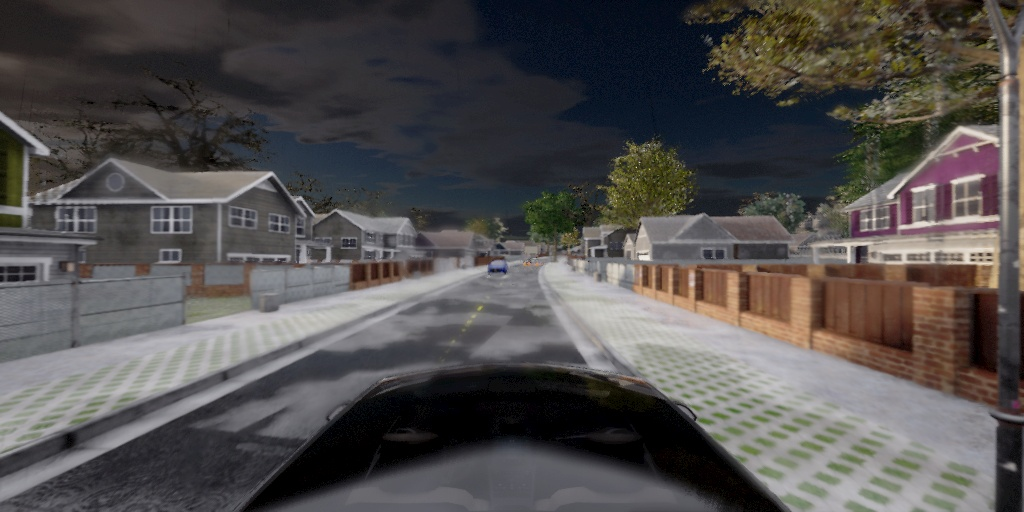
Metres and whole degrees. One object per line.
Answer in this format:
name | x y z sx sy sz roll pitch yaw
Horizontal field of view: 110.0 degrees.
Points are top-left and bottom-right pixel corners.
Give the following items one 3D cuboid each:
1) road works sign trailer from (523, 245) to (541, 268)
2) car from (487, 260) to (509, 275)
road works sign trailer | 3.000 0.064 55.927 2.380 3.560 2.880 0 0 7
car | -1.438 1.172 38.128 1.882 1.535 5.008 0 0 5
